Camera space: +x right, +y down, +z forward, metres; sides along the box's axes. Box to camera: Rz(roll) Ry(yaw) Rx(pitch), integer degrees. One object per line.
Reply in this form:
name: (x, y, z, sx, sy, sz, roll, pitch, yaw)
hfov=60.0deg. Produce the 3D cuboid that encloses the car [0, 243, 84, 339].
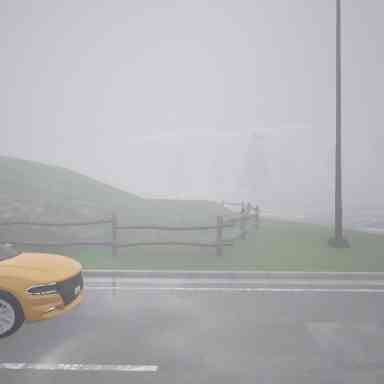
car: (-4.539, 1.478, 6.035, 5.008, 1.535, 1.882, 0, 0, 2)
